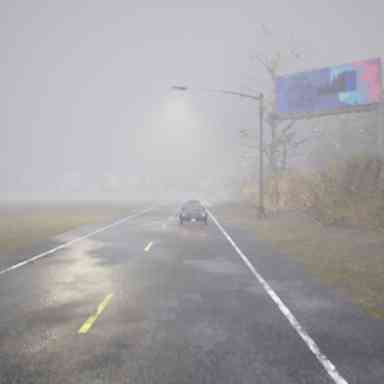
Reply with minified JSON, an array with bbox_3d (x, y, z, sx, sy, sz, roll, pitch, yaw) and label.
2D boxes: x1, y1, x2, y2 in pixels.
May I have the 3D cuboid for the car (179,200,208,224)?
[{"bbox_3d":[0.100,1.518,23.757,1.895,1.301,4.718,0,0,0],"label":"car"}]

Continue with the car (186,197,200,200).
[{"bbox_3d":[0.106,1.375,43.159,1.812,1.442,4.674,0,0,0],"label":"car"}]
